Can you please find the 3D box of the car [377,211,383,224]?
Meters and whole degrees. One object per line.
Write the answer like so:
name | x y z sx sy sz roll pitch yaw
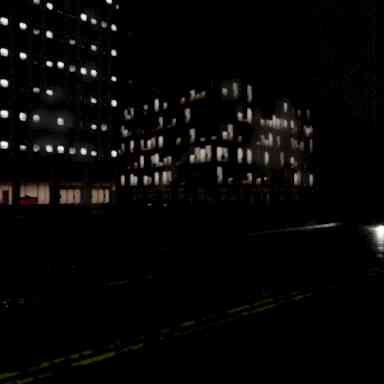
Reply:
car | 14.763 1.592 23.455 4.181 1.385 1.994 0 0 -40
